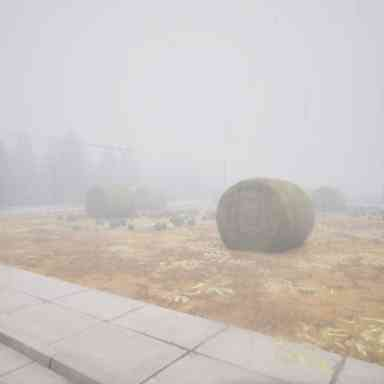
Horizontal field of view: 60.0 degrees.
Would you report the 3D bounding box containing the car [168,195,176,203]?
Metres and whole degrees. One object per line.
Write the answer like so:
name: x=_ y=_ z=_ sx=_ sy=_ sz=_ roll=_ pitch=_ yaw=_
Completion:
car: x=-4.973 y=1.300 z=61.669 sx=2.128 sy=1.511 sz=4.902 roll=0 pitch=0 yaw=37
